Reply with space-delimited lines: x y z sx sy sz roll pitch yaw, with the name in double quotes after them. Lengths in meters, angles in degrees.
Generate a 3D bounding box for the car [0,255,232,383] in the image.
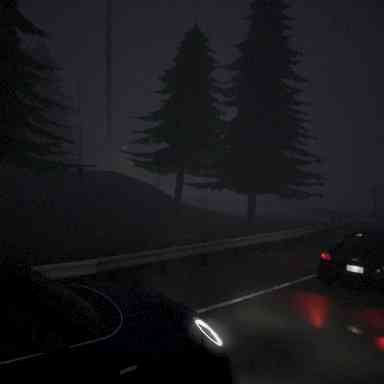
-1.819 1.352 2.744 4.553 1.767 2.097 0 0 -36 "car"

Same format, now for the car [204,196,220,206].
2.155 1.455 52.585 4.902 1.511 2.128 0 0 35 "car"

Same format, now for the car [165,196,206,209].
-0.932 1.569 46.203 4.718 1.301 1.895 0 0 35 "car"

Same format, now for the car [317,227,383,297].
4.878 1.564 8.219 4.181 1.385 1.994 0 0 -42 "car"
